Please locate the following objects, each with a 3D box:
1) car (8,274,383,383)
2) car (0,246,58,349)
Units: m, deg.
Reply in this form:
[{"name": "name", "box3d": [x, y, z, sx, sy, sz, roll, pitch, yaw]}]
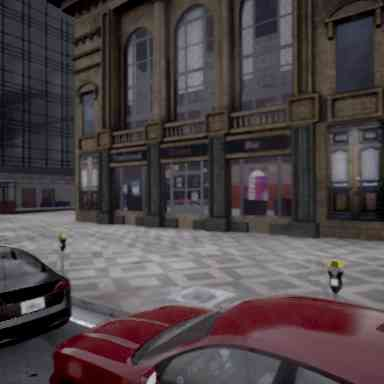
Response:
[{"name": "car", "box3d": [0.687, 1.555, 2.584, 4.507, 1.381, 1.887, -1, 0, 36]}, {"name": "car", "box3d": [-3.911, 1.646, 5.864, 4.313, 1.339, 1.947, -1, 0, 36]}]
